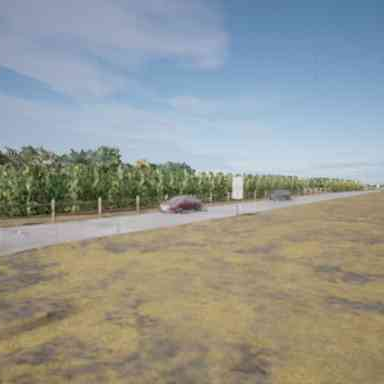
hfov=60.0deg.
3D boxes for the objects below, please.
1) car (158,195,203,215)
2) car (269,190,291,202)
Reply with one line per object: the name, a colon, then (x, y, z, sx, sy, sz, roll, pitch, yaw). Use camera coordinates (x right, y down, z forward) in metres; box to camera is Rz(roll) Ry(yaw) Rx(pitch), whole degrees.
car: (-0.854, 1.037, 28.347, 1.812, 1.442, 4.674, 1, 2, 35)
car: (12.445, 0.505, 46.854, 1.837, 1.490, 4.892, 1, 2, 36)
